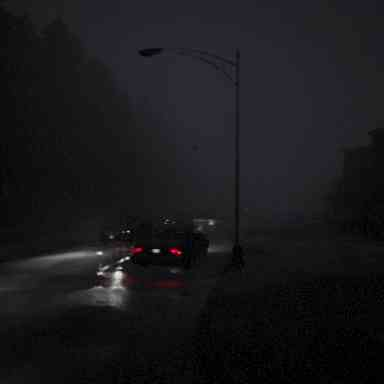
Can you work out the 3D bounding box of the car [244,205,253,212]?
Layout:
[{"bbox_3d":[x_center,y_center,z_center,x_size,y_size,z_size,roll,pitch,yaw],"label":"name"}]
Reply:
[{"bbox_3d":[13.963,4.238,83.027,2.128,1.511,4.902,0,-2,12],"label":"car"}]

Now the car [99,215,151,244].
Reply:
[{"bbox_3d":[-3.501,2.058,18.921,2.128,1.511,4.902,0,-2,12],"label":"car"}]

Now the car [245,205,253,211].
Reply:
[{"bbox_3d":[16.076,4.472,93.229,2.033,1.411,5.357,0,-2,12],"label":"car"}]

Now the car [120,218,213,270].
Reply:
[{"bbox_3d":[-0.608,1.946,12.679,2.033,1.411,5.357,0,-2,12],"label":"car"}]

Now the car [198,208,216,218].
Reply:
[{"bbox_3d":[2.144,2.960,45.831,1.837,1.490,4.892,0,-2,12],"label":"car"}]

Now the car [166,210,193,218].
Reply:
[{"bbox_3d":[-1.097,2.454,30.515,1.837,1.490,4.892,0,-2,12],"label":"car"}]
